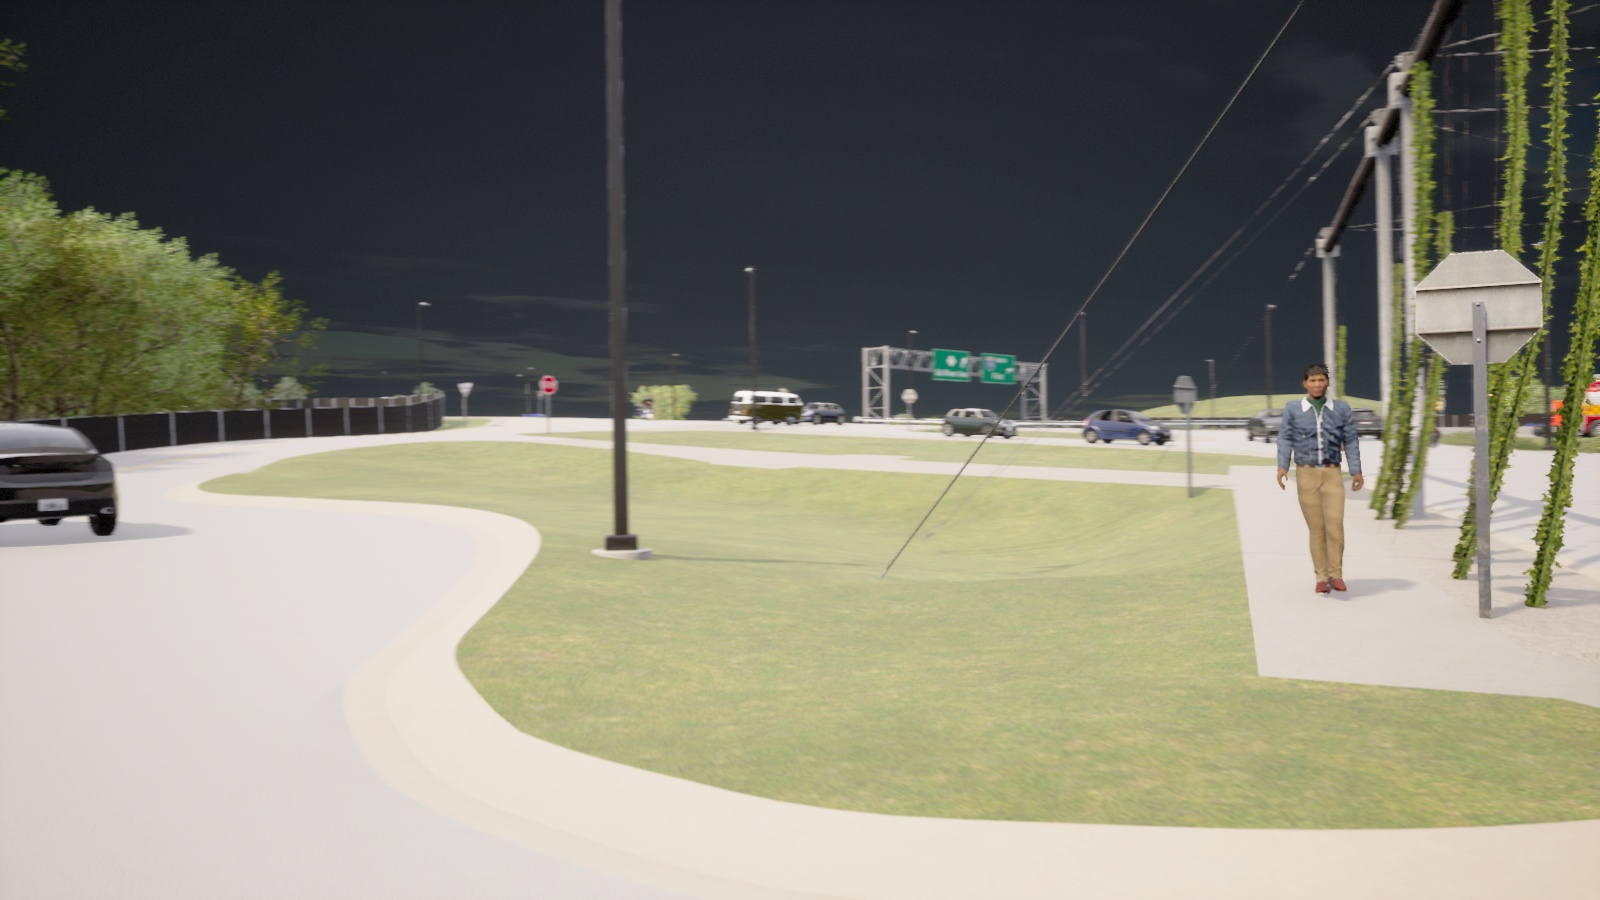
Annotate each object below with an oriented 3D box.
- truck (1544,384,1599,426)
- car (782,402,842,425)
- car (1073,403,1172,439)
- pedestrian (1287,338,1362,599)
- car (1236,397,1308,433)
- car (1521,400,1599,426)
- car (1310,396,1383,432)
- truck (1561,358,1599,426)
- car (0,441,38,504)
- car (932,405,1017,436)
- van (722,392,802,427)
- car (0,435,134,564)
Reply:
[{"bbox_3d":[48.684,-2.756,76.605,5.204,2.467,2.627,-1,0,44],"label":"truck"},{"bbox_3d":[0.819,-2.426,83.166,1.970,1.475,3.806,2,3,42],"label":"car"},{"bbox_3d":[14.871,-1.357,58.039,3.988,1.617,1.851,2,2,43],"label":"car"},{"bbox_3d":[4.085,0.142,9.807,0.423,1.949,0.788,-2,-1,19],"label":"pedestrian"},{"bbox_3d":[23.550,-1.793,62.788,2.152,1.651,5.027,-2,2,6],"label":"car"},{"bbox_3d":[49.425,-2.346,80.750,4.902,1.511,2.128,-1,0,44],"label":"car"},{"bbox_3d":[27.595,-1.851,63.558,2.033,1.649,4.856,-2,2,7],"label":"car"},{"bbox_3d":[48.691,-3.411,71.738,8.468,3.827,2.891,-1,0,44],"label":"truck"},{"bbox_3d":[-21.026,0.658,30.546,2.128,1.511,4.902,-2,2,-3],"label":"car"},{"bbox_3d":[8.850,-1.532,63.859,3.806,1.475,1.970,3,3,45],"label":"car"},{"bbox_3d":[-2.300,-2.449,76.277,4.480,2.038,2.069,-1,3,-35],"label":"van"},{"bbox_3d":[-10.867,0.621,17.120,1.837,1.490,4.892,-3,2,-44],"label":"car"}]
